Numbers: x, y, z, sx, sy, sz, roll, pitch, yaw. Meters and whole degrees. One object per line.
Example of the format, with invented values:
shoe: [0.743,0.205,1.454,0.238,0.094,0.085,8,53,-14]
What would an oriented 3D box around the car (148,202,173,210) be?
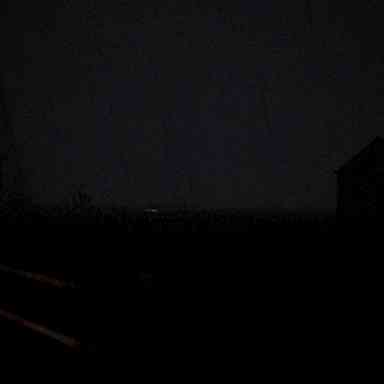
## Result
car: [-5.925,2.610,62.963,2.033,1.411,5.357,1,-1,36]
